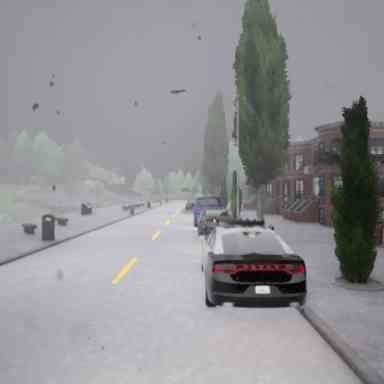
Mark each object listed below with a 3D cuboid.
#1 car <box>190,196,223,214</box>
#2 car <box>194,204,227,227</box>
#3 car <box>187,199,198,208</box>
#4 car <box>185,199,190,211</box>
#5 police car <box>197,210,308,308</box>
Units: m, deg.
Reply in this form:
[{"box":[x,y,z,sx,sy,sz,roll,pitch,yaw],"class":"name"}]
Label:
[{"box":[1.170,1.337,24.180,2.150,2.045,5.566,-3,0,0],"class":"car"},{"box":[1.223,1.628,18.148,1.837,1.490,4.892,0,0,0],"class":"car"},{"box":[0.077,1.956,58.452,1.994,1.385,4.181,0,0,0],"class":"car"},{"box":[0.077,1.908,45.717,1.895,1.301,4.718,0,0,1],"class":"car"},{"box":[1.210,1.482,8.258,1.930,1.638,5.238,0,0,0],"class":"police car"}]
